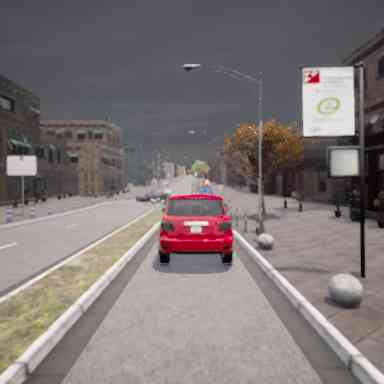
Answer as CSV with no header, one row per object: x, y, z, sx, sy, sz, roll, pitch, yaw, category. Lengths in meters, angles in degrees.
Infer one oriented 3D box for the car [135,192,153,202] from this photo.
-5.296,0.686,47.060,5.357,1.411,2.033,-1,2,-23,car

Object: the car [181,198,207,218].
0.162,1.288,28.525,2.033,1.411,5.357,0,1,0,car

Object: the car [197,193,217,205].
1.836,0.864,42.899,1.994,1.385,4.181,0,2,-6,car

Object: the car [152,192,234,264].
0.111,1.087,11.452,2.150,2.045,5.566,0,0,0,car
